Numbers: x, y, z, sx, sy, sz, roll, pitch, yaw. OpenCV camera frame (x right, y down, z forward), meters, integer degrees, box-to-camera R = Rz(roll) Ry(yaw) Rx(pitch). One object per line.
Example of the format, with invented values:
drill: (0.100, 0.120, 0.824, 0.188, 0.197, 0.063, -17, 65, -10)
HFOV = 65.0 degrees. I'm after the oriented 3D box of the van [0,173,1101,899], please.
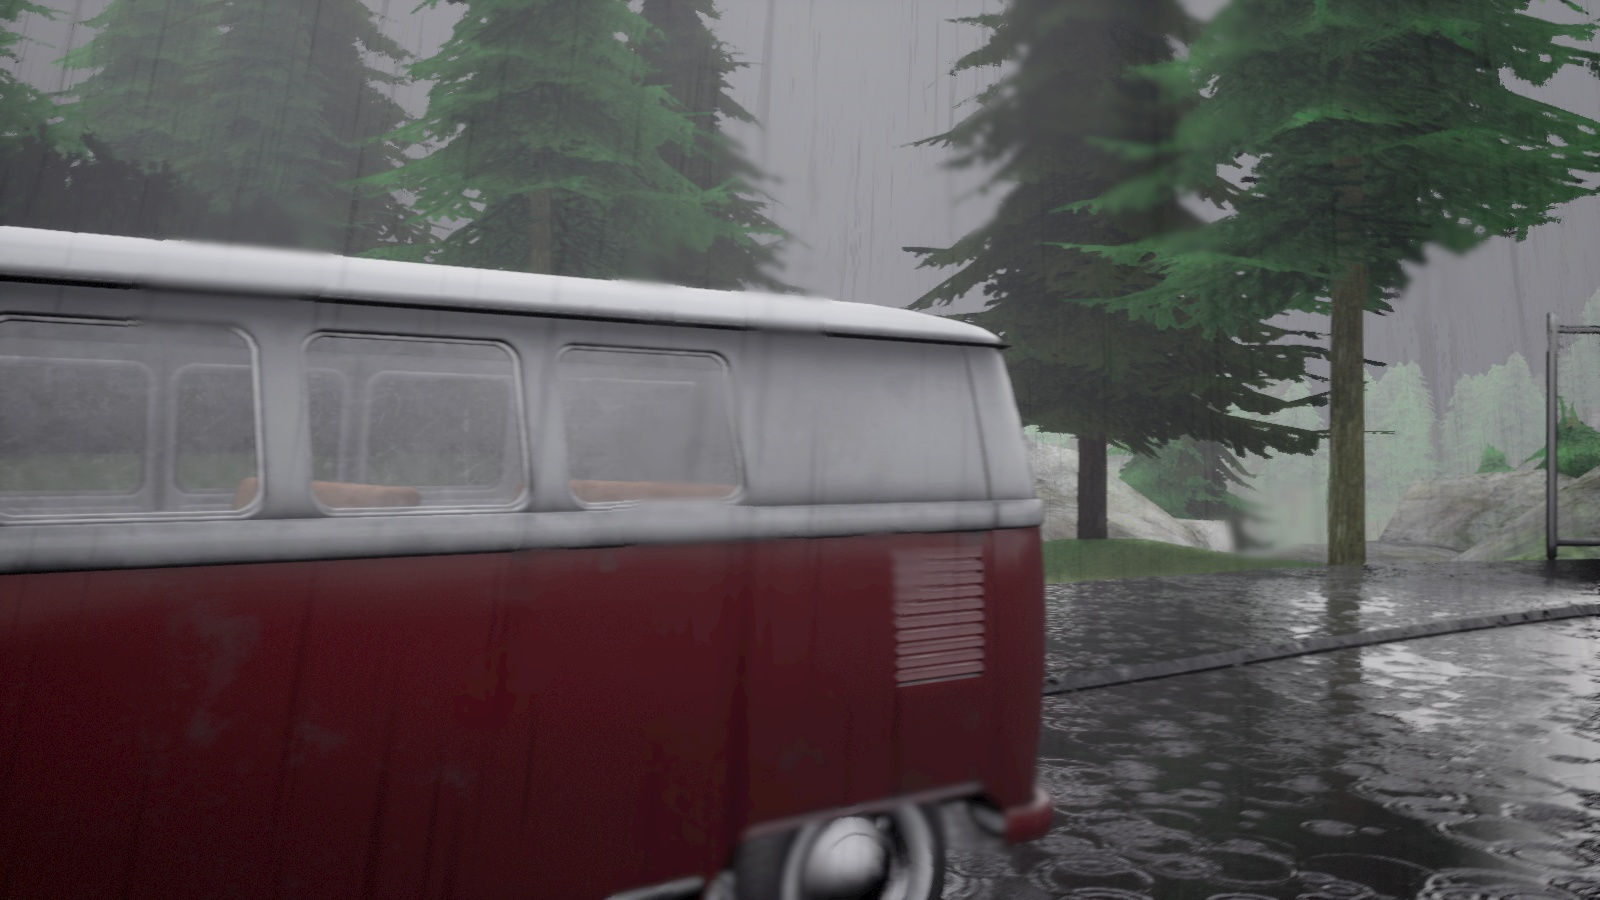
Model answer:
van: (-1.416, 0.509, 3.286, 4.442, 1.987, 1.775, 0, 0, -35)
